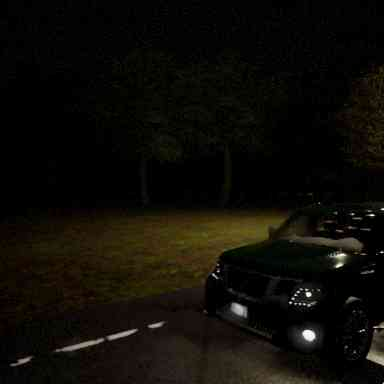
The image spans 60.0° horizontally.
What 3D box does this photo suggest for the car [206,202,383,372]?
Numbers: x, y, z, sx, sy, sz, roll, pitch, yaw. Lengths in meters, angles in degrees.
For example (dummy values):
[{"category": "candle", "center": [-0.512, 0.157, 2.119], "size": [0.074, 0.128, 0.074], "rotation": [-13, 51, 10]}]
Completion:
[{"category": "car", "center": [2.876, 1.225, 6.042], "size": [5.566, 2.045, 2.150], "rotation": [0, 0, -35]}]
